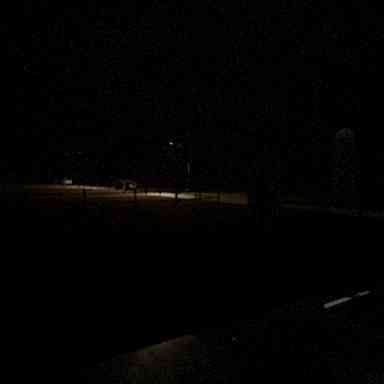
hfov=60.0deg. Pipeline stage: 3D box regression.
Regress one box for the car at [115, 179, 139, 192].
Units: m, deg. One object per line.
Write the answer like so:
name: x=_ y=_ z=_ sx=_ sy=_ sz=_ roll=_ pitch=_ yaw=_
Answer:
car: x=-10.892 y=-1.175 z=55.163 sx=2.150 sy=2.045 sz=5.566 roll=1 pitch=2 yaw=-35
